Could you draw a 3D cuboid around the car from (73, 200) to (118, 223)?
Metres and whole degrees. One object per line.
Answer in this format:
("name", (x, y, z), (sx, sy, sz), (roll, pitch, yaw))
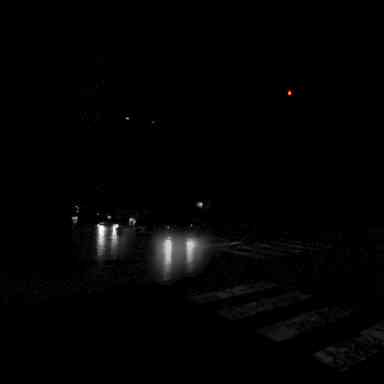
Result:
("car", (-7.713, 1.672, 27.278), (2.128, 1.511, 4.902), (0, -1, -36))

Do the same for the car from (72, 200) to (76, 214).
("car", (-13.666, 1.579, 35.626), (2.097, 1.767, 4.553), (0, -1, -35))

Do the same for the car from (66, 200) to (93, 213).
("car", (-14.058, 1.772, 41.226), (1.837, 1.490, 4.892), (0, -1, -36))

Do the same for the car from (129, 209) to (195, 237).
("car", (-1.950, 1.685, 19.256), (2.033, 1.411, 5.357), (0, 0, -32))
